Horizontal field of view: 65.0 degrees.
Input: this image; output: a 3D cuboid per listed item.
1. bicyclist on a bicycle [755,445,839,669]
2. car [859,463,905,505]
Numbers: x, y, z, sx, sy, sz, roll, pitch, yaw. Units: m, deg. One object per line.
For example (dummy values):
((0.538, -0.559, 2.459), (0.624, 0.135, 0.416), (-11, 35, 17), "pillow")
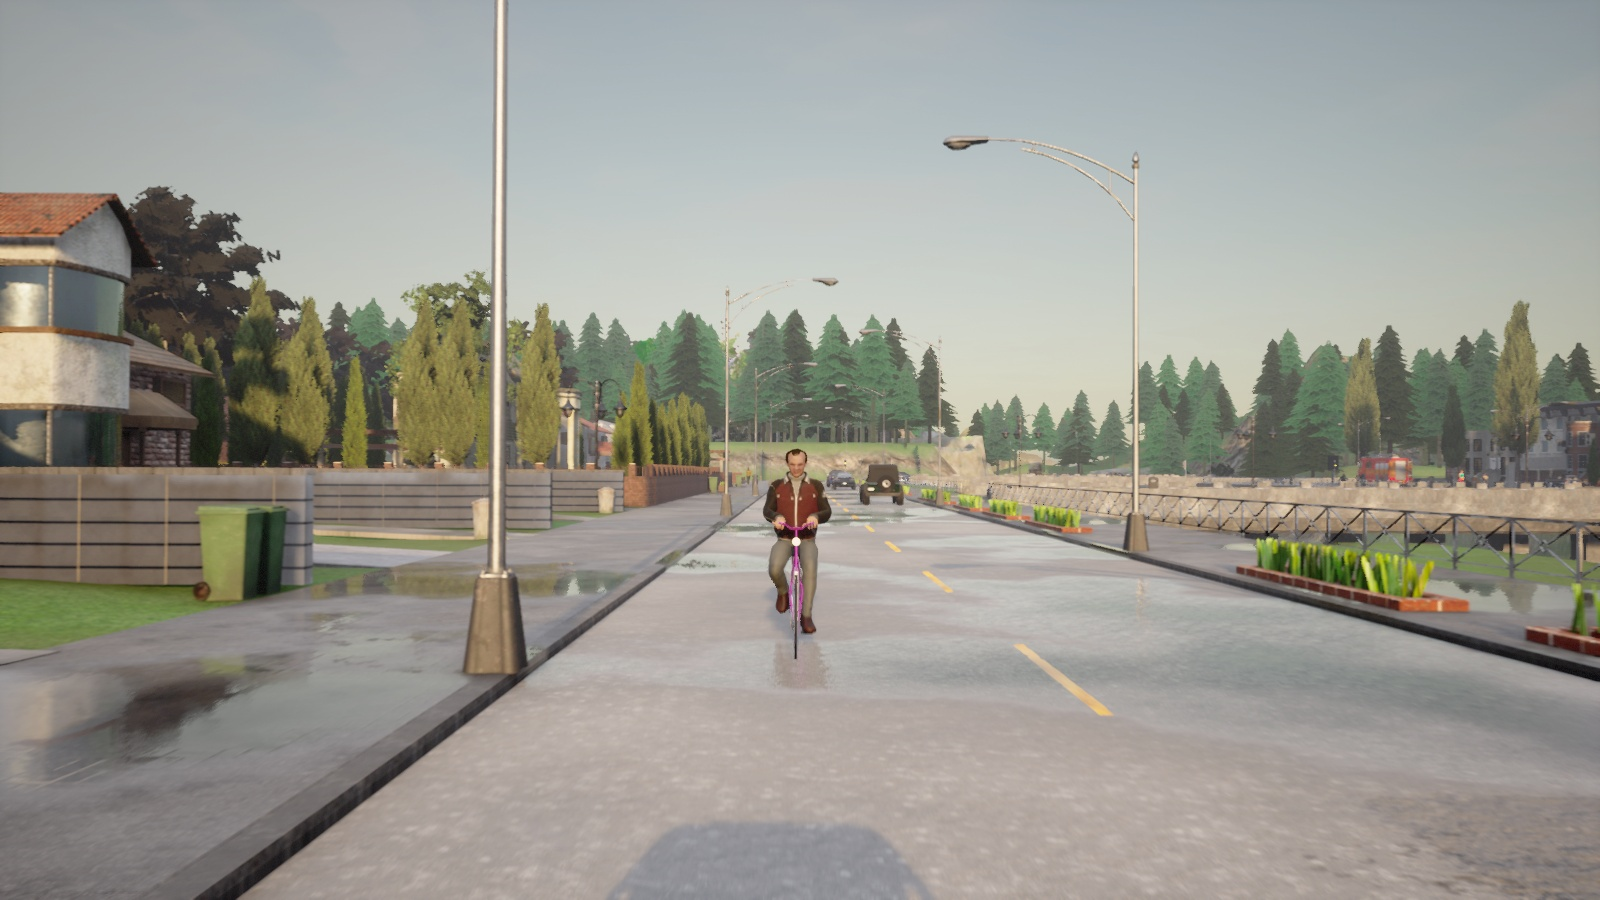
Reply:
((-0.026, 0.868, 10.914), (0.659, 1.776, 1.843), (0, -1, 0), "bicyclist on a bicycle")
((3.859, 1.593, 59.602), (1.905, 1.878, 3.866), (0, -1, 0), "car")
